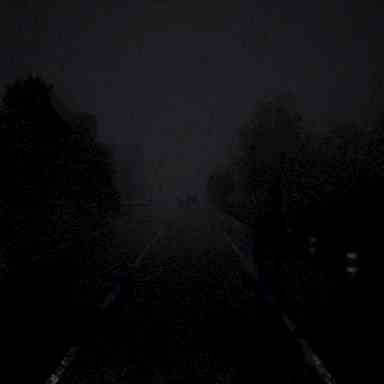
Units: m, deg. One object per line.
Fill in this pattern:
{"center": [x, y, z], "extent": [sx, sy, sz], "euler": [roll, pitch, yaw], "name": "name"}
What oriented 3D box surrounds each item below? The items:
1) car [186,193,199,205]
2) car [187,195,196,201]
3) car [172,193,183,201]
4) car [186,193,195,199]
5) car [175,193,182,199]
{"center": [0.050, 1.143, 55.560], "extent": [2.097, 1.767, 4.553], "euler": [0, 0, 0], "name": "car"}
{"center": [-0.017, 1.325, 76.272], "extent": [1.994, 1.385, 4.181], "euler": [0, 0, 0], "name": "car"}
{"center": [-3.266, 1.275, 74.953], "extent": [1.812, 1.442, 4.674], "euler": [0, 0, 0], "name": "car"}
{"center": [-0.476, 1.062, 91.744], "extent": [1.882, 1.535, 5.008], "euler": [0, 2, -7], "name": "car"}
{"center": [-3.611, 0.961, 90.342], "extent": [1.882, 1.535, 5.008], "euler": [0, 1, -3], "name": "car"}
